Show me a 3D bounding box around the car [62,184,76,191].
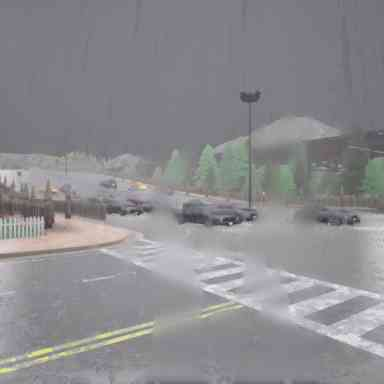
[{"bbox_3d":[-21.776,-0.507,57.990,2.128,1.511,4.902,0,7,-37],"label":"car"}]

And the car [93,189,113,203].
[{"bbox_3d":[-12.331,0.861,45.280,2.097,1.767,4.553,0,4,-37],"label":"car"}]

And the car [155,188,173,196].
[{"bbox_3d":[-5.577,-0.106,65.734,2.128,1.511,4.902,0,7,-37],"label":"car"}]

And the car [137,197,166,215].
[{"bbox_3d":[-3.672,1.553,33.838,1.994,1.385,4.181,0,0,-37],"label":"car"}]

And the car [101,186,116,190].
[{"bbox_3d":[-14.371,0.357,53.878,1.837,1.490,4.892,0,5,-37],"label":"car"}]

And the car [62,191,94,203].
[{"bbox_3d":[-14.706,1.056,42.612,1.837,1.490,4.892,0,4,-37],"label":"car"}]

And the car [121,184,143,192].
[{"bbox_3d":[-11.517,-0.063,61.984,1.895,1.301,4.718,0,7,-37],"label":"car"}]

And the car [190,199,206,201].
[{"bbox_3d":[0.984,1.470,33.496,1.882,1.535,5.008,0,0,-37],"label":"car"}]

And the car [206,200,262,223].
[{"bbox_3d":[3.181,1.564,24.823,1.994,1.385,4.181,0,0,-37],"label":"car"}]

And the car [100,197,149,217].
[{"bbox_3d":[-6.609,1.537,31.916,2.033,1.411,5.357,0,0,-37],"label":"car"}]

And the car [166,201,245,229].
[{"bbox_3d":[0.742,1.547,22.244,2.033,1.411,5.357,0,0,-37],"label":"car"}]

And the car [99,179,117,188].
[{"bbox_3d":[-17.640,-1.706,70.007,2.150,2.045,5.566,0,7,-37],"label":"car"}]

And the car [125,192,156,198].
[{"bbox_3d":[-7.000,1.219,44.028,1.882,1.535,5.008,0,2,-37],"label":"car"}]

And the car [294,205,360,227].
[{"bbox_3d":[9.141,1.564,22.764,1.994,1.385,4.181,0,0,-37],"label":"car"}]

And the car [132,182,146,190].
[{"bbox_3d":[-11.943,-1.425,74.037,1.882,1.535,5.008,0,7,-37],"label":"car"}]

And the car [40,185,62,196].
[{"bbox_3d":[-23.184,-0.261,53.996,1.882,1.535,5.008,0,7,-36],"label":"car"}]
